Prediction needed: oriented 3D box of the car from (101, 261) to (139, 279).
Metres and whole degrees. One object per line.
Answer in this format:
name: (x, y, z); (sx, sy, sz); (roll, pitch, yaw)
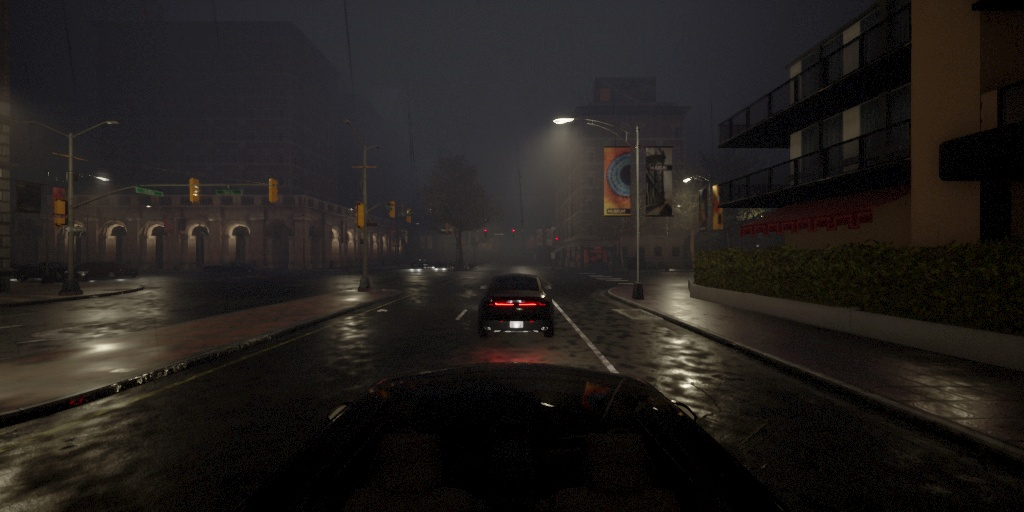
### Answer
car: (-36.674, 1.228, 32.335); (5.008, 1.535, 1.882); (0, 0, 0)

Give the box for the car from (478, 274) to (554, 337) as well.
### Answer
car: (0.109, 1.255, 10.285); (1.837, 1.490, 4.892); (0, 0, 0)

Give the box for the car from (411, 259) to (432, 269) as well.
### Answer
car: (-14.857, 1.241, 57.911); (2.128, 1.511, 4.902); (0, 0, 0)

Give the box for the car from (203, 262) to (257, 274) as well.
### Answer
car: (-31.125, 1.351, 39.539); (4.718, 1.301, 1.895); (0, 0, 0)

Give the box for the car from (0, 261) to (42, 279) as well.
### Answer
car: (-46.128, 1.228, 32.356); (5.008, 1.535, 1.882); (0, 0, 0)

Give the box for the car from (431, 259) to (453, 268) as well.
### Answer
car: (-11.352, 1.314, 58.682); (1.994, 1.385, 4.181); (0, 0, 0)

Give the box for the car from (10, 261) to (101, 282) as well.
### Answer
car: (-36.930, 1.241, 28.836); (4.902, 1.511, 2.128); (0, 0, 0)
